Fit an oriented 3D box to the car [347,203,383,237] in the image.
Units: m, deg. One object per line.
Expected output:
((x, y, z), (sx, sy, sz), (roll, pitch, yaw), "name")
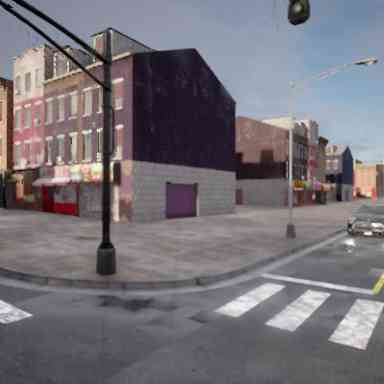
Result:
((9.902, 1.449, 18.050), (2.097, 1.767, 4.553), (0, 0, 36), "car")
